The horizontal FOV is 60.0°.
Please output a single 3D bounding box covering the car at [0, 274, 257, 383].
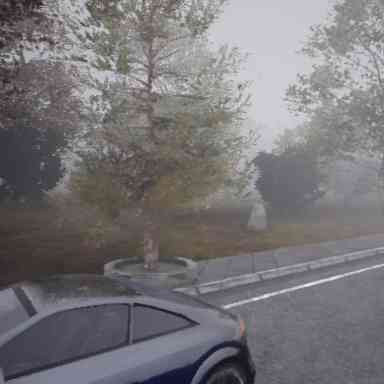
[{"bbox_3d":[-1.398,1.564,2.993,4.181,1.385,1.994,0,0,-36],"label":"car"}]
